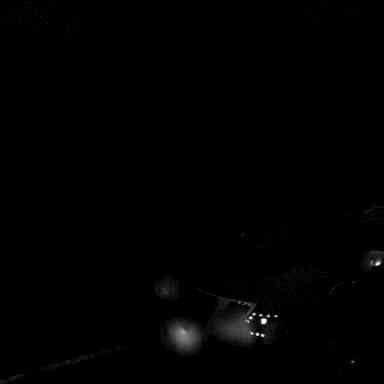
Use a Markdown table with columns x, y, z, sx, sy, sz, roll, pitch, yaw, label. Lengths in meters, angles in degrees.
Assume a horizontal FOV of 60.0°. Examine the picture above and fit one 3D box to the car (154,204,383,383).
| x | y | z | sx | sy | sz | roll | pitch | yaw | label |
| --- | --- | --- | --- | --- | --- | --- | --- | --- | --- |
| 2.163 | 1.234 | 5.215 | 5.566 | 2.045 | 2.150 | 1 | 0 | -35 | car |
